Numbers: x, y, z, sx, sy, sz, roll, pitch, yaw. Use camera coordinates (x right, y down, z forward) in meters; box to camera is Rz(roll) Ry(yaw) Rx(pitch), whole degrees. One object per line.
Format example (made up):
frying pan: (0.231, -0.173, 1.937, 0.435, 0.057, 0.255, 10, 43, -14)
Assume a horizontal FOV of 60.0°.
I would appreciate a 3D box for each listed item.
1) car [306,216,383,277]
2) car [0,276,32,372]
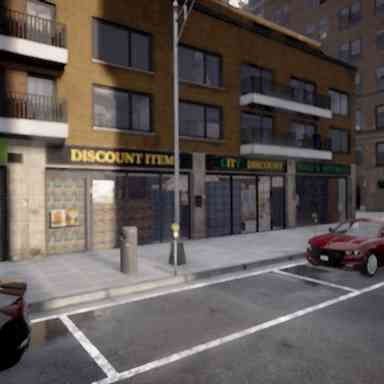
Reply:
car: (5.269, 1.449, 9.949, 4.507, 1.381, 1.887, -1, 0, -35)
car: (-3.983, 1.579, 3.349, 4.313, 1.339, 1.947, -1, 0, -35)
